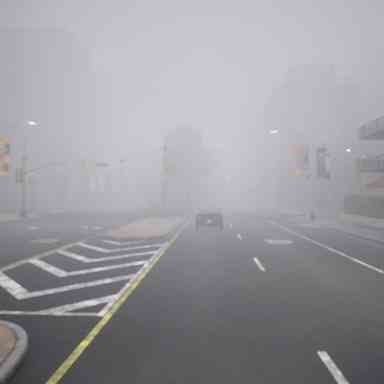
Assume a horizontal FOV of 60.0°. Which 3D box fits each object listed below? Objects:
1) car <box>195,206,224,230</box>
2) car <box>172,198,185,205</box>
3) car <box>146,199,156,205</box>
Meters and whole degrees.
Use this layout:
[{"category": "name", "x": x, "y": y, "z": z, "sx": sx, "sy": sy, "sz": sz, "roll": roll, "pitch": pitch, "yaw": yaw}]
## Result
[{"category": "car", "x": 1.234, "y": 1.744, "z": 23.468, "sx": 1.882, "sy": 1.535, "sz": 5.008, "roll": 0, "pitch": -1, "yaw": 4}, {"category": "car", "x": -3.659, "y": 2.415, "z": 80.881, "sx": 2.128, "sy": 1.511, "sz": 4.902, "roll": 0, "pitch": -1, "yaw": 3}, {"category": "car", "x": -10.272, "y": 2.494, "z": 83.517, "sx": 1.895, "sy": 1.301, "sz": 4.718, "roll": 0, "pitch": -1, "yaw": 3}]
